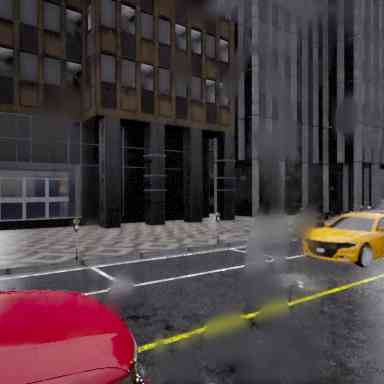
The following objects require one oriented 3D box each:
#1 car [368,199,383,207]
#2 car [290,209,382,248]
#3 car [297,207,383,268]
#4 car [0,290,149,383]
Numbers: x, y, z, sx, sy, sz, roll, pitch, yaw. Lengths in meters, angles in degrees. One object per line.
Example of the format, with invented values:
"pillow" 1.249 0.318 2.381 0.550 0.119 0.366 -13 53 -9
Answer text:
"car" 11.275 1.314 18.559 5.009 1.841 2.192 0 0 -35
"car" 6.687 1.565 15.285 4.313 1.339 1.947 0 0 -35
"car" 5.896 1.477 11.447 5.008 1.535 1.882 0 0 -36
"car" -2.797 1.222 1.314 5.566 2.045 2.150 0 0 -36
